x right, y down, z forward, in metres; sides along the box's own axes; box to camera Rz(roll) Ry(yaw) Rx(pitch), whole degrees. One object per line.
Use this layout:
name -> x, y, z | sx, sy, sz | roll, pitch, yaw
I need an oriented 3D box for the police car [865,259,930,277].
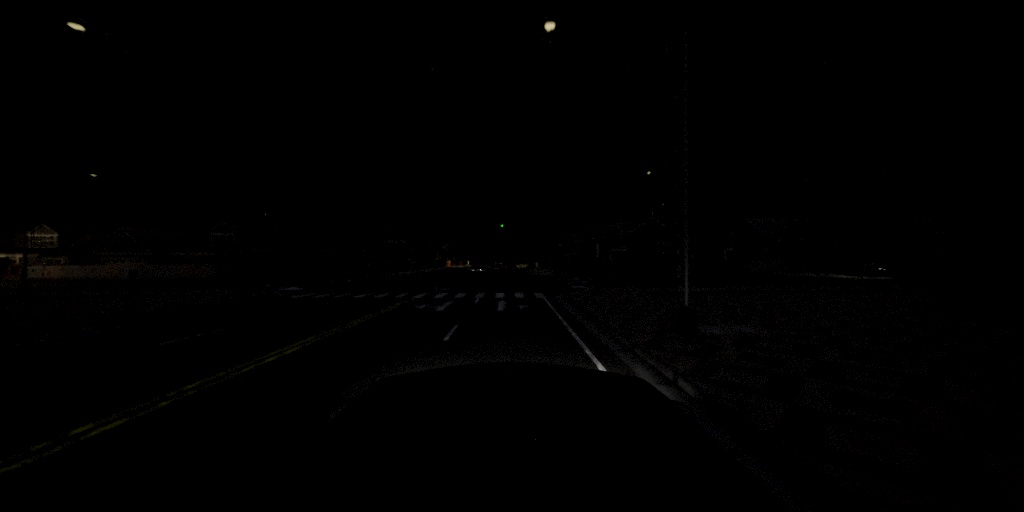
police car -> 37.234, 1.152, 34.755 | 5.238, 1.638, 1.930 | 0, 0, 0
